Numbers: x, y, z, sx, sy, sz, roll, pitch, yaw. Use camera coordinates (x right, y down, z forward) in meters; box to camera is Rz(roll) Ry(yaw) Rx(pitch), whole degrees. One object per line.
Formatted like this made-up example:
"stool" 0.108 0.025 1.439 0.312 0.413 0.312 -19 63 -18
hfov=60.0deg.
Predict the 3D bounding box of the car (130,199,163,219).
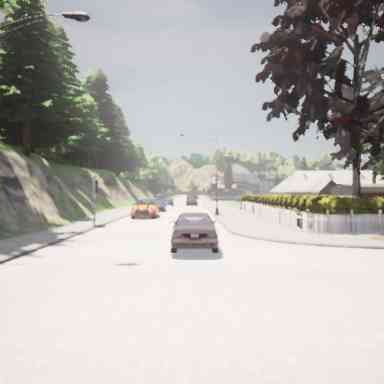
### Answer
"car" -4.105 1.395 29.534 2.097 1.767 4.553 0 0 0

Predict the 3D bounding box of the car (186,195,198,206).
"car" -0.031 1.645 55.994 1.994 1.385 4.181 0 0 0

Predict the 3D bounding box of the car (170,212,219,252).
"car" 0.092 1.568 14.001 2.033 1.411 5.357 0 0 0

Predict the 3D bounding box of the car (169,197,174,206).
"car" -4.061 1.572 56.092 2.128 1.511 4.902 0 0 1

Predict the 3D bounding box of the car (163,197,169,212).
"car" -4.102 1.583 39.453 1.812 1.442 4.674 0 0 0
